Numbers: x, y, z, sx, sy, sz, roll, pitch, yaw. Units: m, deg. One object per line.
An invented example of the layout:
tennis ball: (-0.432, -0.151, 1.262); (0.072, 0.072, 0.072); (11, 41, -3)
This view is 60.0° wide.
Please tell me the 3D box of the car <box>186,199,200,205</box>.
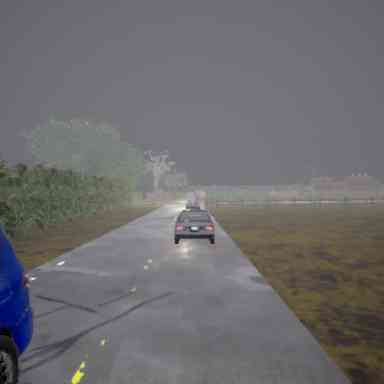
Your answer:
car: (0.106, 1.619, 41.695); (2.033, 1.411, 5.357); (0, 0, 0)

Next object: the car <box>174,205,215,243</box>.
car: (0.104, 1.556, 16.209); (2.033, 1.411, 5.357); (0, 0, 0)

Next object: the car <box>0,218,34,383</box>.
car: (-2.849, 1.221, 1.497); (2.150, 2.045, 5.566); (0, 0, 0)
